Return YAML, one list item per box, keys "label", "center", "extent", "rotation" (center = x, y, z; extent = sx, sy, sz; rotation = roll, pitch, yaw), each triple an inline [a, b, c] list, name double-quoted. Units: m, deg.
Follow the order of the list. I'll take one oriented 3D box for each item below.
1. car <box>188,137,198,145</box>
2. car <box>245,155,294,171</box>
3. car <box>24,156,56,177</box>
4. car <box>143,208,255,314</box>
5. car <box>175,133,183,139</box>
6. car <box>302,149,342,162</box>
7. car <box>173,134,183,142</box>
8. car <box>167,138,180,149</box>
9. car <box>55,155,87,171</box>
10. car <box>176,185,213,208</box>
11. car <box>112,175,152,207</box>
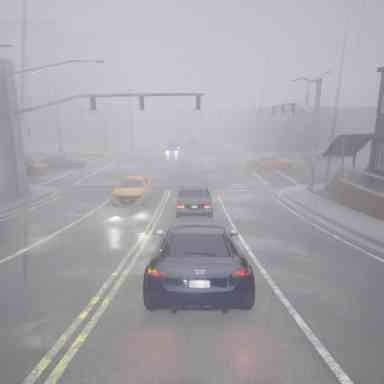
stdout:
- label: "car"
  center: [0.189, -10.495, 68.333]
  extent: [1.837, 1.490, 4.892]
  rotation: [0, 12, 0]
- label: "car"
  center: [7.975, -3.058, 34.320]
  extent: [5.008, 1.535, 1.882]
  rotation: [0, 12, 0]
- label: "car"
  center: [-15.730, -2.445, 30.974]
  extent: [4.553, 1.767, 2.097]
  rotation: [0, 12, 0]
- label: "car"
  center: [0.113, 1.346, 7.385]
  extent: [1.994, 1.385, 4.181]
  rotation: [0, 3, 0]
- label: "car"
  center: [-3.384, -14.792, 87.997]
  extent: [1.812, 1.442, 4.674]
  rotation: [0, 12, 0]
- label: "car"
  center: [16.173, -4.551, 41.338]
  extent: [4.674, 1.442, 1.812]
  rotation: [0, 12, 0]
- label: "car"
  center: [-3.410, -10.489, 68.407]
  extent: [2.128, 1.511, 4.902]
  rotation: [0, 12, 0]
- label: "car"
  center: [-3.495, -8.294, 58.760]
  extent: [1.895, 1.301, 4.718]
  rotation: [0, 12, -2]
- label: "car"
  center: [-13.387, -3.048, 34.528]
  extent: [4.674, 1.442, 1.812]
  rotation: [0, 12, -2]
- label: "car"
  center: [0.116, 0.361, 17.268]
  extent: [2.033, 1.411, 5.357]
  rotation: [0, 8, 0]
- label: "car"
  center: [-3.574, -0.182, 20.424]
  extent: [1.882, 1.535, 5.008]
  rotation: [0, 9, -2]
